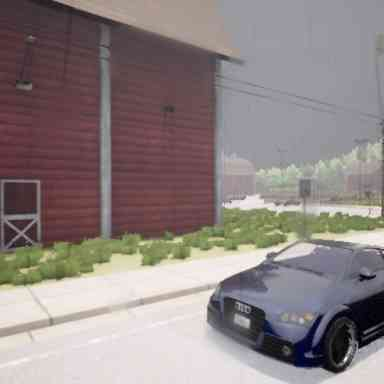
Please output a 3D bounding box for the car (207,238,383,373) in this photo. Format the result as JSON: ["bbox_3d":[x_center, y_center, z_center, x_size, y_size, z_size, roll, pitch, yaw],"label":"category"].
[{"bbox_3d":[2.286,1.534,5.624,4.181,1.385,1.994,0,0,-36],"label":"car"}]

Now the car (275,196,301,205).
[{"bbox_3d":[13.644,1.276,47.339,4.193,1.474,1.816,0,0,-36],"label":"car"}]

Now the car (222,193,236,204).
[{"bbox_3d":[5.221,1.088,57.882,3.866,1.878,1.905,0,0,-36],"label":"car"}]

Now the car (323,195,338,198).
[{"bbox_3d":[23.320,1.214,55.900,3.905,1.438,1.784,0,0,-36],"label":"car"}]

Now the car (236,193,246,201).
[{"bbox_3d":[9.897,1.007,73.933,4.605,1.855,1.932,0,0,-36],"label":"car"}]
